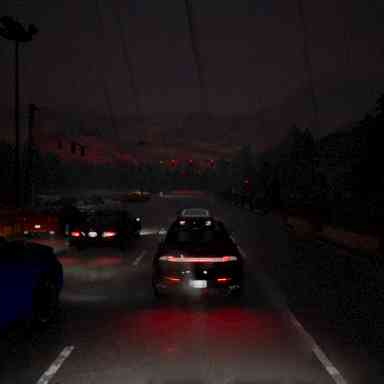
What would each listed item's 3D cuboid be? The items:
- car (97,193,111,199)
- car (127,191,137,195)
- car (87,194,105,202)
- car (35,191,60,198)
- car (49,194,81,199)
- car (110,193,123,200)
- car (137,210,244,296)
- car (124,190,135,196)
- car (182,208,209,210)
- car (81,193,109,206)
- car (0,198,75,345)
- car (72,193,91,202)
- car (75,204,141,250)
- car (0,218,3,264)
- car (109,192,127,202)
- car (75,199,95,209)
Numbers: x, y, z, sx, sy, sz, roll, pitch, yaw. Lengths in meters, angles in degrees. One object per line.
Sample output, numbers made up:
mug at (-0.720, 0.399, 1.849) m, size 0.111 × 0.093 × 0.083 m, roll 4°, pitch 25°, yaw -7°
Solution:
car at (-20.576, 1.016, 77.723) m, size 1.895 × 1.301 × 4.718 m, roll 0°, pitch 0°, yaw 0°
car at (-13.579, 0.950, 77.140) m, size 1.812 × 1.442 × 4.674 m, roll 0°, pitch 0°, yaw 0°
car at (-17.241, 1.119, 60.142) m, size 1.994 × 1.385 × 4.181 m, roll 0°, pitch 0°, yaw 1°
car at (-20.846, 0.869, 48.031) m, size 2.150 × 2.045 × 5.566 m, roll 0°, pitch 0°, yaw 0°
car at (-17.360, 1.264, 45.755) m, size 1.895 × 1.301 × 4.718 m, roll 0°, pitch 0°, yaw 0°
car at (-17.089, 0.991, 75.455) m, size 1.994 × 1.385 × 4.181 m, roll 0°, pitch 0°, yaw 0°
car at (0.127, 1.438, 8.462) m, size 2.128 × 1.511 × 4.902 m, roll 0°, pitch 0°, yaw 0°
car at (-16.999, 0.292, 90.814) m, size 2.097 × 1.767 × 4.553 m, roll 0°, pitch 0°, yaw 0°
car at (0.174, 1.476, 17.792) m, size 1.895 × 1.301 × 4.718 m, roll 0°, pitch 0°, yaw 0°
car at (-13.852, 1.145, 47.072) m, size 2.128 × 1.511 × 4.902 m, roll 0°, pitch 0°, yaw 0°
car at (-3.387, 1.204, 3.606) m, size 2.150 × 2.045 × 5.566 m, roll 0°, pitch 0°, yaw 0°
car at (-20.699, 1.015, 62.453) m, size 1.882 × 1.535 × 5.008 m, roll 0°, pitch 0°, yaw 1°
car at (-3.348, 1.453, 13.779) m, size 2.033 × 1.411 × 5.357 m, roll 0°, pitch 0°, yaw 0°
car at (-6.881, 1.512, 8.207) m, size 1.994 × 1.385 × 4.181 m, roll 0°, pitch 0°, yaw 1°
car at (-13.720, 1.066, 62.007) m, size 1.812 × 1.442 × 4.674 m, roll 0°, pitch 0°, yaw 1°
car at (-6.843, 1.358, 17.192) m, size 1.882 × 1.535 × 5.008 m, roll 0°, pitch 0°, yaw 0°
